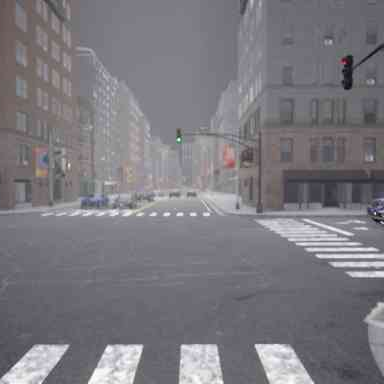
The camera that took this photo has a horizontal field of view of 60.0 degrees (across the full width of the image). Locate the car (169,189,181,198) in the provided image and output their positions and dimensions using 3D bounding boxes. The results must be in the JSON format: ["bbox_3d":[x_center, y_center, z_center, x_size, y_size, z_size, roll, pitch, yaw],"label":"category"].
[{"bbox_3d":[-3.330,0.326,62.737,1.882,1.535,5.008,0,1,0],"label":"car"}]

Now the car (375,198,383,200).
[{"bbox_3d":[13.506,0.737,19.753,5.566,2.045,2.150,0,2,0],"label":"car"}]

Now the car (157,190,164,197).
[{"bbox_3d":[-6.585,0.282,66.044,2.128,1.511,4.902,0,1,0],"label":"car"}]

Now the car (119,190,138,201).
[{"bbox_3d":[-9.865,0.530,52.018,2.128,1.511,4.902,0,1,1],"label":"car"}]

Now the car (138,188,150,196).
[{"bbox_3d":[-9.837,-0.029,68.119,1.837,1.490,4.892,0,1,0],"label":"car"}]

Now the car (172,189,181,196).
[{"bbox_3d":[-3.343,0.086,73.150,1.882,1.535,5.008,0,1,0],"label":"car"}]

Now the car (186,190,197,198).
[{"bbox_3d":[-0.080,0.327,62.707,1.882,1.535,5.008,0,1,0],"label":"car"}]

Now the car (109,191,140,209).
[{"bbox_3d":[-6.635,0.901,33.293,1.812,1.442,4.674,0,1,-2],"label":"car"}]

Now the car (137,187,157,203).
[{"bbox_3d":[-6.637,0.357,46.416,2.150,2.045,5.566,0,1,0],"label":"car"}]

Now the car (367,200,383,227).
[{"bbox_3d":[11.630,1.210,16.496,4.718,1.301,1.895,0,2,-1],"label":"car"}]

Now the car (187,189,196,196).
[{"bbox_3d":[-0.093,0.161,73.155,1.994,1.385,4.181,0,1,0],"label":"car"}]

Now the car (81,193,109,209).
[{"bbox_3d":[-9.878,0.837,34.178,1.882,1.535,5.008,0,1,0],"label":"car"}]
